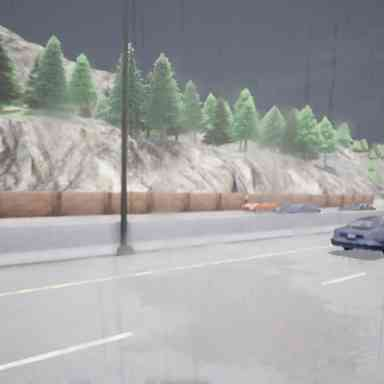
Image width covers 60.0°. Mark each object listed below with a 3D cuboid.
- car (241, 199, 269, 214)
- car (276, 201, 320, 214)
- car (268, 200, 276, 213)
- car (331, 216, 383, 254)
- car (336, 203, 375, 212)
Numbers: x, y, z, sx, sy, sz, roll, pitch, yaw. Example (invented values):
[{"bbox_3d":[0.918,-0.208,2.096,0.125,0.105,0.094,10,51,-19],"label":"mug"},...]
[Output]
[{"bbox_3d":[8.040,1.649,39.767,4.553,1.767,2.097,1,0,-36],"label":"car"},{"bbox_3d":[10.935,1.804,33.220,4.674,1.442,1.812,1,0,-36],"label":"car"},{"bbox_3d":[11.431,1.802,37.906,4.902,1.511,2.128,1,0,-36],"label":"car"},{"bbox_3d":[7.911,1.686,13.667,5.357,1.411,2.033,1,0,-35],"label":"car"},{"bbox_3d":[16.059,1.803,32.616,4.902,1.511,2.128,1,0,-36],"label":"car"}]
